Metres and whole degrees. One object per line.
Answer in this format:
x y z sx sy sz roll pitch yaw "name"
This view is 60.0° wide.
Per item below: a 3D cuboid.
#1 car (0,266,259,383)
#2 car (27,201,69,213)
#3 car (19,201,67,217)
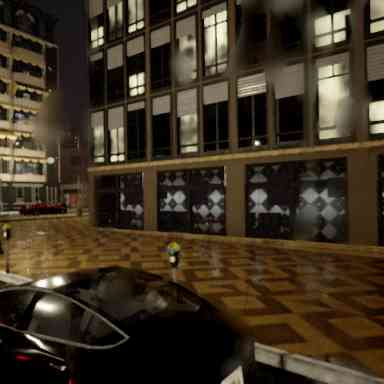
-1.367 1.568 3.861 4.313 1.339 1.947 0 -1 35 "car"
-17.124 1.751 39.725 1.947 1.339 4.313 -2 -1 35 "car"
-13.482 1.587 30.368 1.802 1.307 4.206 -2 -1 35 "car"
